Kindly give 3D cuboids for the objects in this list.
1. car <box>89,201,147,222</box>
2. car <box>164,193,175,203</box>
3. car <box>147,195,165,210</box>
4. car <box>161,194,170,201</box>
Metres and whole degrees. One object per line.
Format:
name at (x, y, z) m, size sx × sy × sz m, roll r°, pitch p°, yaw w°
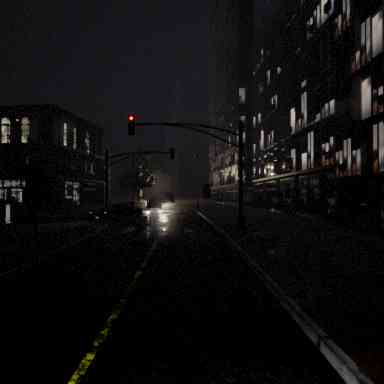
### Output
car at (-6.049, 1.624, 26.896) m, size 1.895 × 1.301 × 4.718 m, roll -1°, pitch 0°, yaw 28°
car at (-4.868, 1.208, 69.136) m, size 2.150 × 2.045 × 5.566 m, roll 0°, pitch 0°, yaw -8°
car at (-4.773, 1.497, 42.790) m, size 1.837 × 1.490 × 4.892 m, roll 0°, pitch 0°, yaw -5°
car at (-6.417, 1.335, 79.403) m, size 1.812 × 1.442 × 4.674 m, roll 0°, pitch 0°, yaw -10°
